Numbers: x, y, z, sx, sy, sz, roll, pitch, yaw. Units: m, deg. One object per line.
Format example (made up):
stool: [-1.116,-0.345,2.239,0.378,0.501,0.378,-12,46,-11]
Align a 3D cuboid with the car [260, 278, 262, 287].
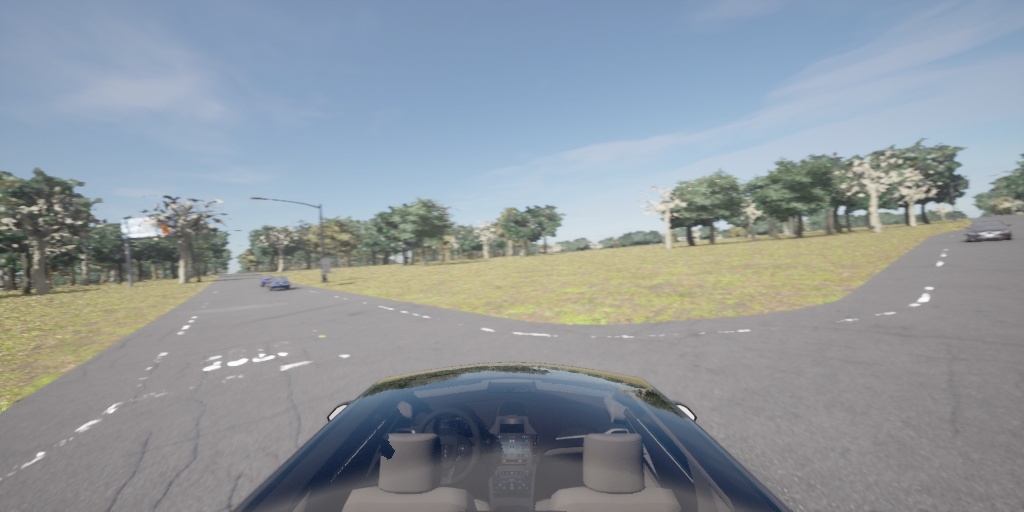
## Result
car: [-31.238,3.197,46.240,1.812,1.442,4.674,-3,0,-38]

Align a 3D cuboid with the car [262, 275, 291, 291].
car: [-24.496,2.848,37.591,2.033,1.411,5.357,-3,0,-38]

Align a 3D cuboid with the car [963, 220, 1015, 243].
car: [32.970,-1.752,24.873,4.674,1.442,1.812,-5,0,-38]
